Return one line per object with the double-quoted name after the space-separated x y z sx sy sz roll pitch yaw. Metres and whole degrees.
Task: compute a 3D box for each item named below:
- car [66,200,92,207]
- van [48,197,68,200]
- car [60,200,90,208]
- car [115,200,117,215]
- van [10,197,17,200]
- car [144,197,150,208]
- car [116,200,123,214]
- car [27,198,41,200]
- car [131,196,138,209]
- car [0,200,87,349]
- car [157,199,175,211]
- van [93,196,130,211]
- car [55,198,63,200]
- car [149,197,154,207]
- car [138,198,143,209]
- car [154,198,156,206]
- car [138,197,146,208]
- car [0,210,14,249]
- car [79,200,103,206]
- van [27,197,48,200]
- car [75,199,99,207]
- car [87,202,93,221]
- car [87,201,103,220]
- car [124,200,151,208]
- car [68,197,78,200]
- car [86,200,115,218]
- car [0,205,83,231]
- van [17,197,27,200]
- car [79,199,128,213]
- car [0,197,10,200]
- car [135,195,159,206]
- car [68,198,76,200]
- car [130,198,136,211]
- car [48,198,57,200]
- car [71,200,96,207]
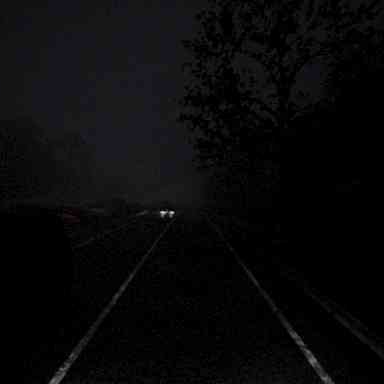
-23.436 2.427 69.044 4.674 1.452 2.002 0 -1 0 "car"
-23.547 1.870 55.079 4.442 1.987 1.878 0 -1 0 "van"
-23.251 2.326 66.275 5.366 1.575 1.946 0 -1 0 "car"
-10.307 1.814 32.965 4.792 1.488 2.163 0 -1 0 "car"
-23.303 1.628 38.591 4.442 1.987 1.878 0 -1 0 "van"
-10.165 2.092 55.042 5.366 1.575 1.946 0 -1 0 "car"
-10.309 1.848 35.741 4.792 1.488 2.163 0 -1 0 "car"
-23.428 1.922 44.128 5.008 1.535 2.097 0 -1 0 "car"
-10.376 1.832 46.845 4.553 1.767 2.185 0 -1 0 "car"
-3.357 1.235 4.296 2.150 2.045 5.566 0 0 0 "car"
-3.463 2.044 48.219 2.033 1.411 5.357 0 -1 0 "car"
-10.458 1.661 41.296 4.442 1.987 1.878 0 -1 0 "van"
-23.457 2.073 52.304 4.792 1.488 2.163 0 -1 0 "car"
-10.168 2.208 60.714 5.366 1.575 1.946 0 -1 0 "car"
-10.341 1.999 49.622 4.892 1.521 2.231 0 -1 0 "car"
-10.543 2.325 66.265 5.366 1.575 1.946 0 -1 0 "car"
-10.534 2.042 52.389 5.366 1.575 1.946 0 -1 0 "car"
-10.319 1.545 13.534 5.008 1.535 2.097 0 -1 0 "car"
-23.439 2.559 77.230 5.008 1.535 2.097 0 -1 0 "car"
-23.317 1.734 46.917 4.442 1.987 1.878 0 -1 0 "van"
-23.473 2.375 74.462 4.553 1.767 2.185 0 -1 0 "car"
-10.325 1.683 24.638 4.892 1.521 2.231 0 -1 0 "car"
-10.339 1.717 27.414 4.892 1.521 2.231 0 -1 0 "car"
-10.362 2.271 63.489 4.892 1.521 2.231 0 -1 0 "car"
-23.462 1.961 60.742 5.566 2.045 2.435 0 -1 0 "car"
-10.149 1.747 30.190 5.366 1.575 1.946 0 -1 0 "car"
-10.144 1.645 21.862 5.366 1.575 1.946 0 -1 0 "car"
-23.538 1.662 41.361 4.442 1.987 1.878 0 -1 0 "van"
-10.311 1.882 38.517 4.792 1.488 2.163 0 -1 0 "car"
-23.390 1.569 35.822 5.566 2.045 2.435 0 -1 0 "car"
-10.387 2.135 69.046 5.566 2.045 2.435 0 -1 0 "car"
-23.403 2.184 57.968 4.792 1.488 2.163 0 -1 0 "car"
-10.373 1.951 44.070 4.792 1.488 2.163 0 -1 0 "car"
-23.456 2.029 49.665 4.792 1.488 2.163 0 -1 0 "car"
-23.411 2.475 71.814 4.792 1.488 2.163 0 -1 0 "car"
